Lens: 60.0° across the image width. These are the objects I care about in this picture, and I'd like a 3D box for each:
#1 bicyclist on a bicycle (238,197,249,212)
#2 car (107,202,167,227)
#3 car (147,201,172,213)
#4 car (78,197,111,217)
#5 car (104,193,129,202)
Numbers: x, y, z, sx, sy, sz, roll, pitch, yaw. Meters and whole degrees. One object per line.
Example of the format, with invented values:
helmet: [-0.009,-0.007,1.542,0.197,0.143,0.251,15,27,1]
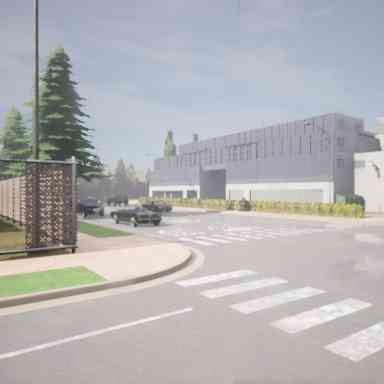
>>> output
bicyclist on a bicycle: [5.553,1.311,35.559,1.656,1.620,0.582,0,0,-35]
car: [-3.942,1.615,23.018,1.895,1.301,4.718,0,0,-35]
car: [-4.101,1.613,35.756,1.895,1.301,4.718,0,0,-35]
car: [-9.808,1.506,31.372,2.128,1.511,4.902,0,0,-35]
car: [-11.955,1.233,53.468,2.150,2.045,5.566,0,0,-30]
